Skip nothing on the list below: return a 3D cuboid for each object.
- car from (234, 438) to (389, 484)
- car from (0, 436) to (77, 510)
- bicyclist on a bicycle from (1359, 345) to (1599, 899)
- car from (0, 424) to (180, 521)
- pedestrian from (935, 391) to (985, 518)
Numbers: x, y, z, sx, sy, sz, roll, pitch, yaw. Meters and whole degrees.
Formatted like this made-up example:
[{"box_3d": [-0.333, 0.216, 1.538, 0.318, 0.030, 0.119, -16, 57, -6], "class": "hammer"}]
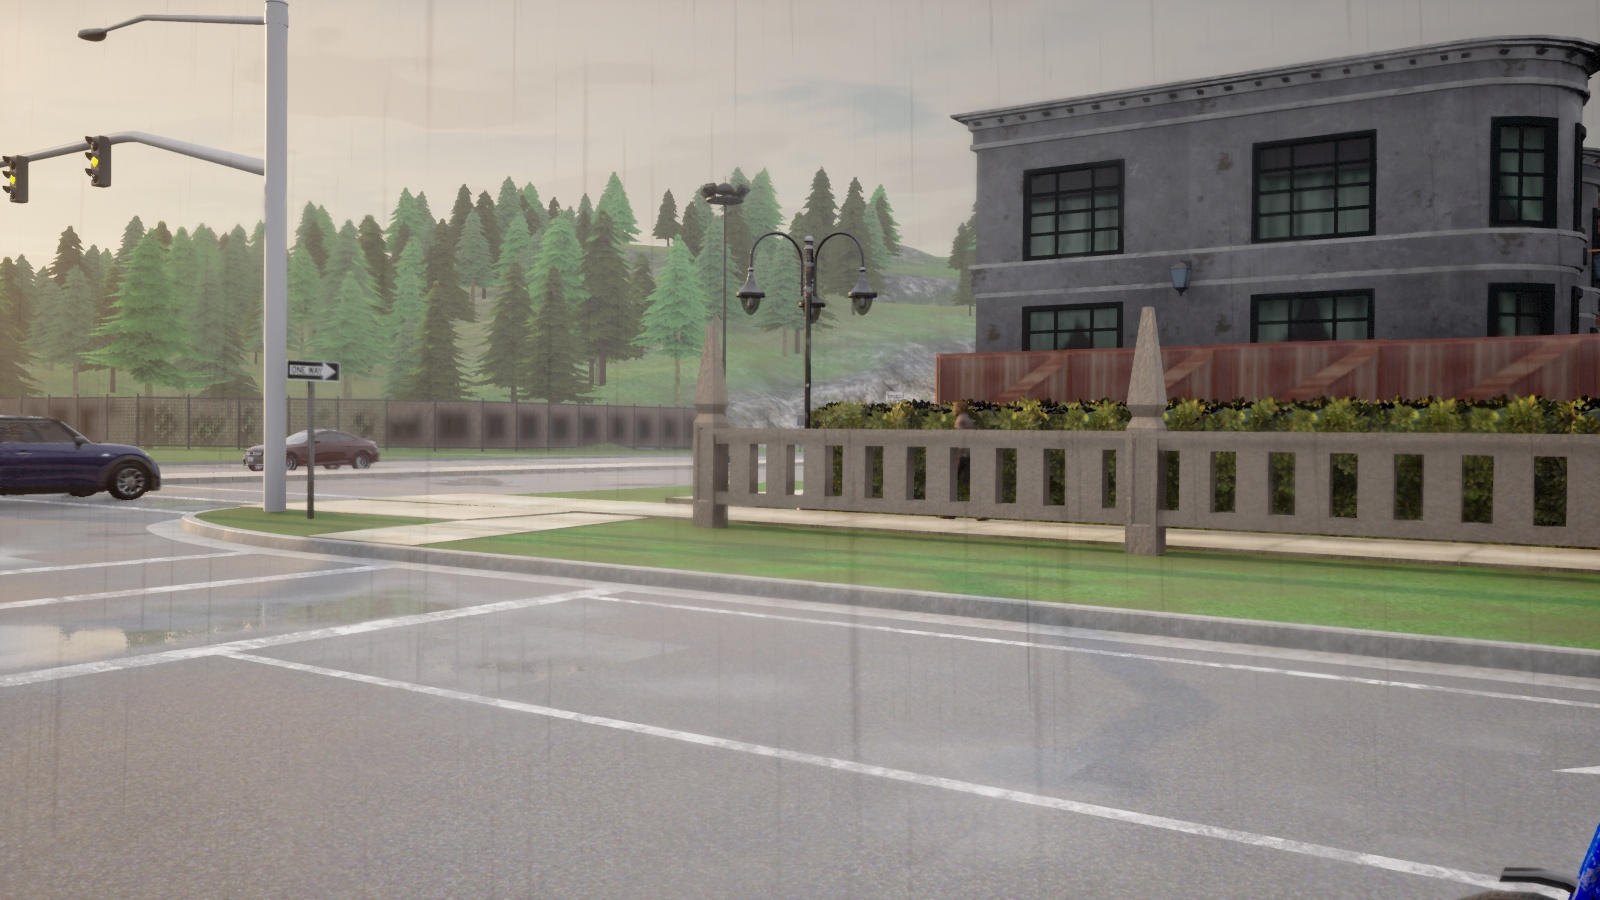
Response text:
[{"box_3d": [-16.435, 0.326, 42.475, 1.812, 1.442, 4.674, 0, 1, 34], "class": "car"}, {"box_3d": [-18.011, 0.497, 25.915, 2.128, 1.511, 4.902, 0, 1, 34], "class": "car"}, {"box_3d": [1.935, 0.618, 2.331, 1.509, 1.612, 0.866, 0, 1, 34], "class": "bicyclist on a bicycle"}, {"box_3d": [-14.827, 0.391, 24.373, 2.097, 1.767, 4.553, 0, 1, 34], "class": "car"}, {"box_3d": [2.350, 0.066, 18.501, 0.634, 1.846, 0.331, 0, 1, 37], "class": "pedestrian"}]
